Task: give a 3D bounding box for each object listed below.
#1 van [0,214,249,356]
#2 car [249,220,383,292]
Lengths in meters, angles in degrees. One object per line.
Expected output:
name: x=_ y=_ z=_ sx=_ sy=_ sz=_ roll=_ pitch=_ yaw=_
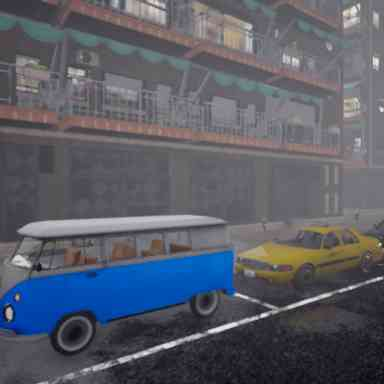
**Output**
van: x=-1.097 y=1.333 z=5.773 sx=3.998 sy=1.788 sz=1.690 roll=0 pitch=0 yaw=-35
car: x=3.262 y=1.499 z=8.881 sx=4.829 sy=1.417 sz=1.752 roll=0 pitch=0 yaw=-35
